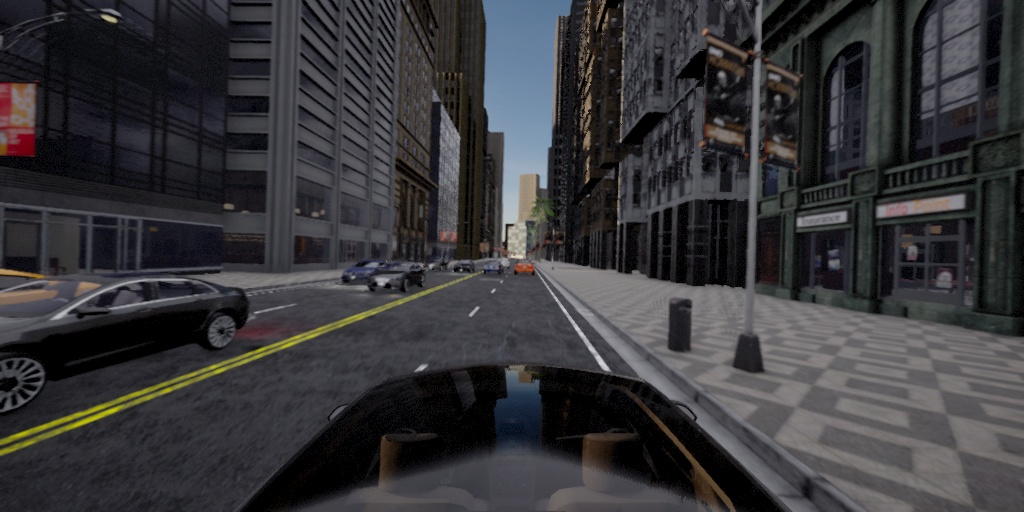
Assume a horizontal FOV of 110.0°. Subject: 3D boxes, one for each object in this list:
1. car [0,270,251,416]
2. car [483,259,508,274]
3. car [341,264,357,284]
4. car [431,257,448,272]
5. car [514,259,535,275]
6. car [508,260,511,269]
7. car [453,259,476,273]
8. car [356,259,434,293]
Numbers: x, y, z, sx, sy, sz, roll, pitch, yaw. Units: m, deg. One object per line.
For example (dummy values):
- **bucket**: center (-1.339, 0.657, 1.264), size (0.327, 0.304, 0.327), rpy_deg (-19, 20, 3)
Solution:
- **car**: center (-6.541, 1.036, 5.589), size (2.128, 1.511, 4.902), rpy_deg (2, 0, 2)
- **car**: center (-1.923, 1.189, 38.617), size (2.033, 1.411, 5.357), rpy_deg (2, 0, 4)
- **car**: center (-9.129, 0.967, 23.139), size (1.812, 1.442, 4.674), rpy_deg (2, 0, 2)
- **car**: center (-8.394, 0.880, 40.085), size (2.128, 1.511, 4.902), rpy_deg (2, 0, 2)
- **car**: center (1.393, 1.094, 39.307), size (2.097, 1.767, 4.553), rpy_deg (2, 0, 3)
- **car**: center (-1.239, 1.161, 55.513), size (1.812, 1.442, 4.674), rpy_deg (2, 0, 2)
- **car**: center (-5.159, 1.087, 39.783), size (2.033, 1.411, 5.357), rpy_deg (2, 0, 2)
- **car**: center (-6.026, 1.031, 19.260), size (2.128, 1.511, 4.902), rpy_deg (2, 0, 2)
